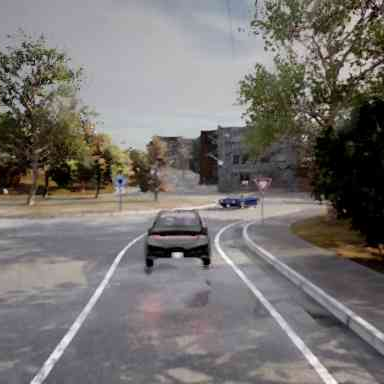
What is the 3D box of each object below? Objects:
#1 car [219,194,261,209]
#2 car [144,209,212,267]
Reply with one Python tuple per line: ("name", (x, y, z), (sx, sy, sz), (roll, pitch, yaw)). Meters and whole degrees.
("car", (4.469, 0.808, 30.177), (1.895, 1.301, 4.718), (1, 2, 39))
("car", (-0.428, 1.305, 10.798), (2.128, 1.511, 4.902), (0, 2, -1))
